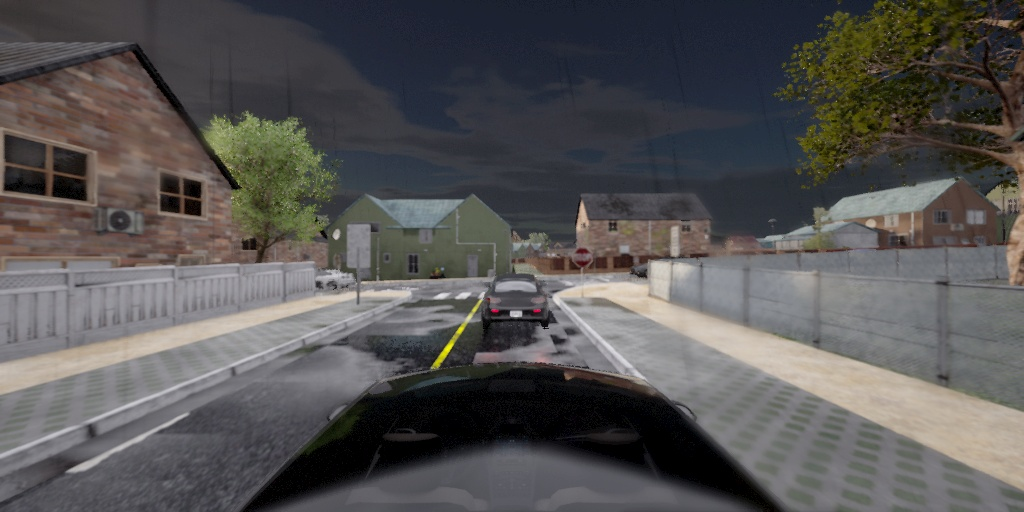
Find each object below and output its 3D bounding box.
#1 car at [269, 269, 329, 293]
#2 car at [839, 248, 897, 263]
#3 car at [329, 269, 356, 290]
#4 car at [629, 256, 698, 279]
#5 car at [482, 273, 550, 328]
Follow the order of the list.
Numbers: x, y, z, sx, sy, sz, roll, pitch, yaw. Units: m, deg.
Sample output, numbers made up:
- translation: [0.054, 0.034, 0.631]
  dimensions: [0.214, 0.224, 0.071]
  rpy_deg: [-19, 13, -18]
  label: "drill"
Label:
- translation: [-14.724, 1.729, 22.265]
  dimensions: [5.357, 1.411, 2.033]
  rpy_deg: [-2, 0, 0]
  label: "car"
- translation: [23.644, 0.267, 24.896]
  dimensions: [5.008, 1.535, 1.882]
  rpy_deg: [-2, 0, 0]
  label: "car"
- translation: [-13.528, 1.679, 25.263]
  dimensions: [4.674, 1.442, 1.812]
  rpy_deg: [-2, 0, 1]
  label: "car"
- translation: [10.703, 0.759, 25.005]
  dimensions: [4.892, 1.490, 1.837]
  rpy_deg: [-2, 0, 0]
  label: "car"
- translation: [0.107, 1.251, 11.125]
  dimensions: [1.812, 1.442, 4.674]
  rpy_deg: [0, 0, 0]
  label: "car"
